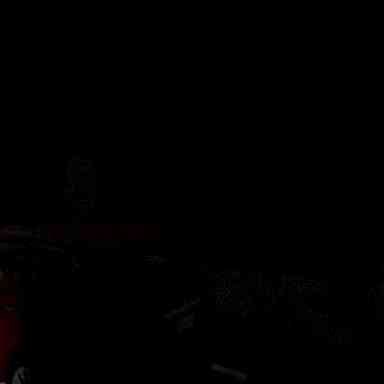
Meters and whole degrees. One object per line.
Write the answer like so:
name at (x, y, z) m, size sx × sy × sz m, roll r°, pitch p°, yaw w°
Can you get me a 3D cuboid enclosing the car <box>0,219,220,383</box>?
car at (-2.007, 1.313, 4.498) m, size 5.009 × 1.841 × 2.192 m, roll 0°, pitch 1°, yaw 36°
